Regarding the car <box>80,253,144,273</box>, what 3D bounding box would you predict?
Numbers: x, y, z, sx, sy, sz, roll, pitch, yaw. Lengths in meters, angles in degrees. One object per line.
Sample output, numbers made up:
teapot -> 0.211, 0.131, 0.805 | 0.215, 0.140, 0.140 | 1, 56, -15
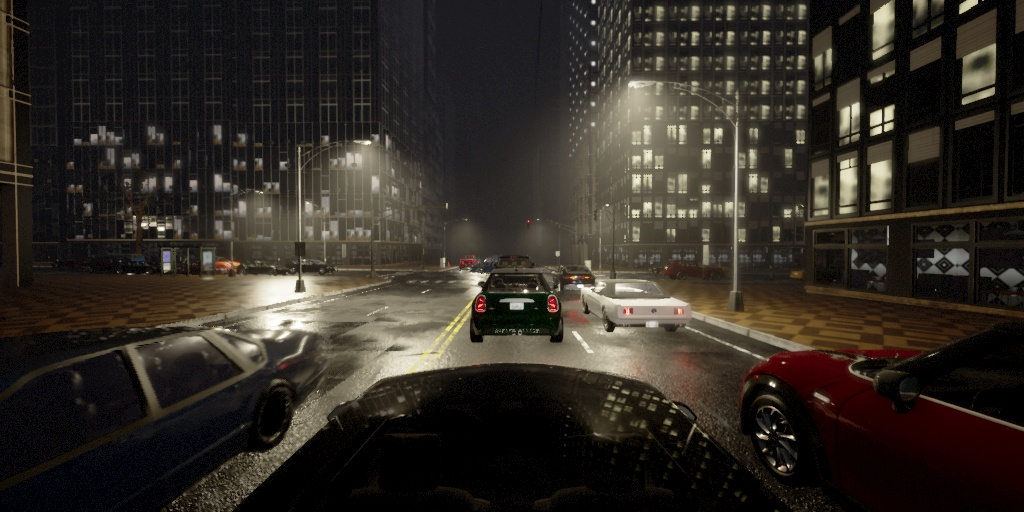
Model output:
car -> -39.386, 0.764, 35.813 | 4.553, 1.767, 2.097 | 1, 1, 1

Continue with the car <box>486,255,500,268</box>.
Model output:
car -> -3.260, 0.925, 62.565 | 2.150, 2.045, 5.566 | 0, 0, 0

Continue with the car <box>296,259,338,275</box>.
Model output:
car -> -19.774, 1.081, 35.389 | 4.902, 1.511, 2.128 | 1, 1, 1

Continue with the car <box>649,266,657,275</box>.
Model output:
car -> 17.044, 1.372, 37.935 | 4.892, 1.490, 1.837 | 1, 1, 1

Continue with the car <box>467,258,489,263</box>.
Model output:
car -> -1.750, 1.248, 38.247 | 5.357, 1.411, 2.033 | 1, 1, 1

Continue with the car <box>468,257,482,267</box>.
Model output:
car -> -6.497, 1.054, 63.536 | 2.097, 1.767, 4.553 | 0, 0, 0

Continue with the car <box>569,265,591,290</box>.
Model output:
car -> 3.369, 1.245, 20.053 | 1.837, 1.490, 4.892 | 0, 0, 0

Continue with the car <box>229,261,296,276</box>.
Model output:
car -> -22.699, 1.173, 32.744 | 4.313, 1.339, 1.948 | 0, 0, 1

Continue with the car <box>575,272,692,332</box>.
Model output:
car -> 3.360, 1.347, 10.796 | 1.895, 1.301, 4.718 | 0, 0, 0

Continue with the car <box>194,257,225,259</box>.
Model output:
car -> -29.392, 0.855, 35.593 | 4.553, 1.767, 2.097 | 1, 1, 1

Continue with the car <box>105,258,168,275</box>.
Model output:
car -> -34.063, 1.069, 33.062 | 4.313, 1.339, 1.948 | 0, 0, 1

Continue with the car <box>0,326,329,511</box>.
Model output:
car -> -3.352, 1.297, 2.416 | 2.033, 1.411, 5.357 | 0, 0, 0

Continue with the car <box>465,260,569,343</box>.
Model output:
car -> 0.108, 1.099, 9.848 | 2.097, 1.767, 4.553 | 0, 0, 0

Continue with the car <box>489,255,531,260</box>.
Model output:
car -> 0.118, 0.963, 19.560 | 2.150, 2.045, 5.566 | 0, 0, 0

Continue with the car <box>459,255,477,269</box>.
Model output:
car -> -6.543, 0.935, 53.938 | 2.150, 2.045, 5.566 | 0, 0, 0

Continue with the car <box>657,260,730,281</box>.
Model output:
car -> 16.225, 1.268, 32.175 | 5.009, 1.841, 2.192 | 0, 0, 1

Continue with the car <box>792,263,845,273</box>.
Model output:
car -> 27.673, 1.578, 31.966 | 4.829, 1.417, 1.751 | 0, 0, 1

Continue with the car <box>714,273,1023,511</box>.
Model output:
car -> 3.350, 1.102, 1.778 | 2.097, 1.767, 4.553 | 0, 0, 0

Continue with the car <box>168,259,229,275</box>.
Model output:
car -> -28.383, 1.138, 32.883 | 4.207, 1.307, 1.802 | 0, 0, 1
